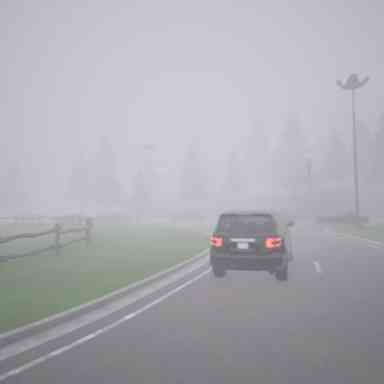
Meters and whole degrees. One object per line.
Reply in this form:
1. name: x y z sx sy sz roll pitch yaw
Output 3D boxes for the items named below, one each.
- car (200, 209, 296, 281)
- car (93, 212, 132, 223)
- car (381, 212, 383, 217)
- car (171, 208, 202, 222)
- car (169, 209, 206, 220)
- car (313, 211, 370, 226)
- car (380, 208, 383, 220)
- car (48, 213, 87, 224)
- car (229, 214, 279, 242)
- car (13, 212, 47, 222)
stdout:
1. car: 2.234 1.606 11.423 2.150 2.045 5.566 -2 -2 19
2. car: -10.607 3.384 44.031 5.357 1.411 2.033 -2 -2 20
3. car: 23.151 2.183 35.368 4.553 1.767 2.097 -2 -2 20
4. car: -0.445 2.981 44.032 4.553 1.767 2.097 -2 -2 20
5. car: -0.612 3.248 47.817 5.008 1.535 1.882 -2 -2 20
6. car: 13.926 2.472 31.293 4.718 1.301 1.895 -2 -2 20
7. car: 24.610 2.519 38.552 4.718 1.301 1.895 -2 -2 20
8. car: -15.400 3.388 42.065 4.674 1.442 1.812 -2 -2 20
9. car: 3.898 2.281 21.905 2.033 1.411 5.357 -1 -2 -2
10. car: -26.499 3.988 53.597 5.008 1.535 1.882 -2 -2 20
